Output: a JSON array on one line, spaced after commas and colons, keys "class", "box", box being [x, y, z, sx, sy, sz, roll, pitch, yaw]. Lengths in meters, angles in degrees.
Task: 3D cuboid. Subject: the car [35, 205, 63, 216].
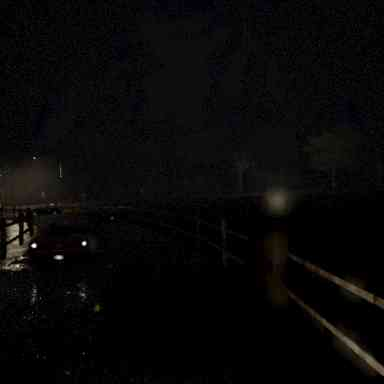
[{"class": "car", "box": [-17.114, 2.151, 39.647, 1.895, 1.301, 4.718, -2, 0, -40]}]

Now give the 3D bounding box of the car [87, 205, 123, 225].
[{"class": "car", "box": [-6.754, 1.713, 25.553, 1.882, 1.535, 5.008, -1, 0, -28]}]

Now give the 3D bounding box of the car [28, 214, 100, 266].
[{"class": "car", "box": [-4.580, 1.716, 12.318, 1.895, 1.301, 4.718, -1, 0, -14]}]
